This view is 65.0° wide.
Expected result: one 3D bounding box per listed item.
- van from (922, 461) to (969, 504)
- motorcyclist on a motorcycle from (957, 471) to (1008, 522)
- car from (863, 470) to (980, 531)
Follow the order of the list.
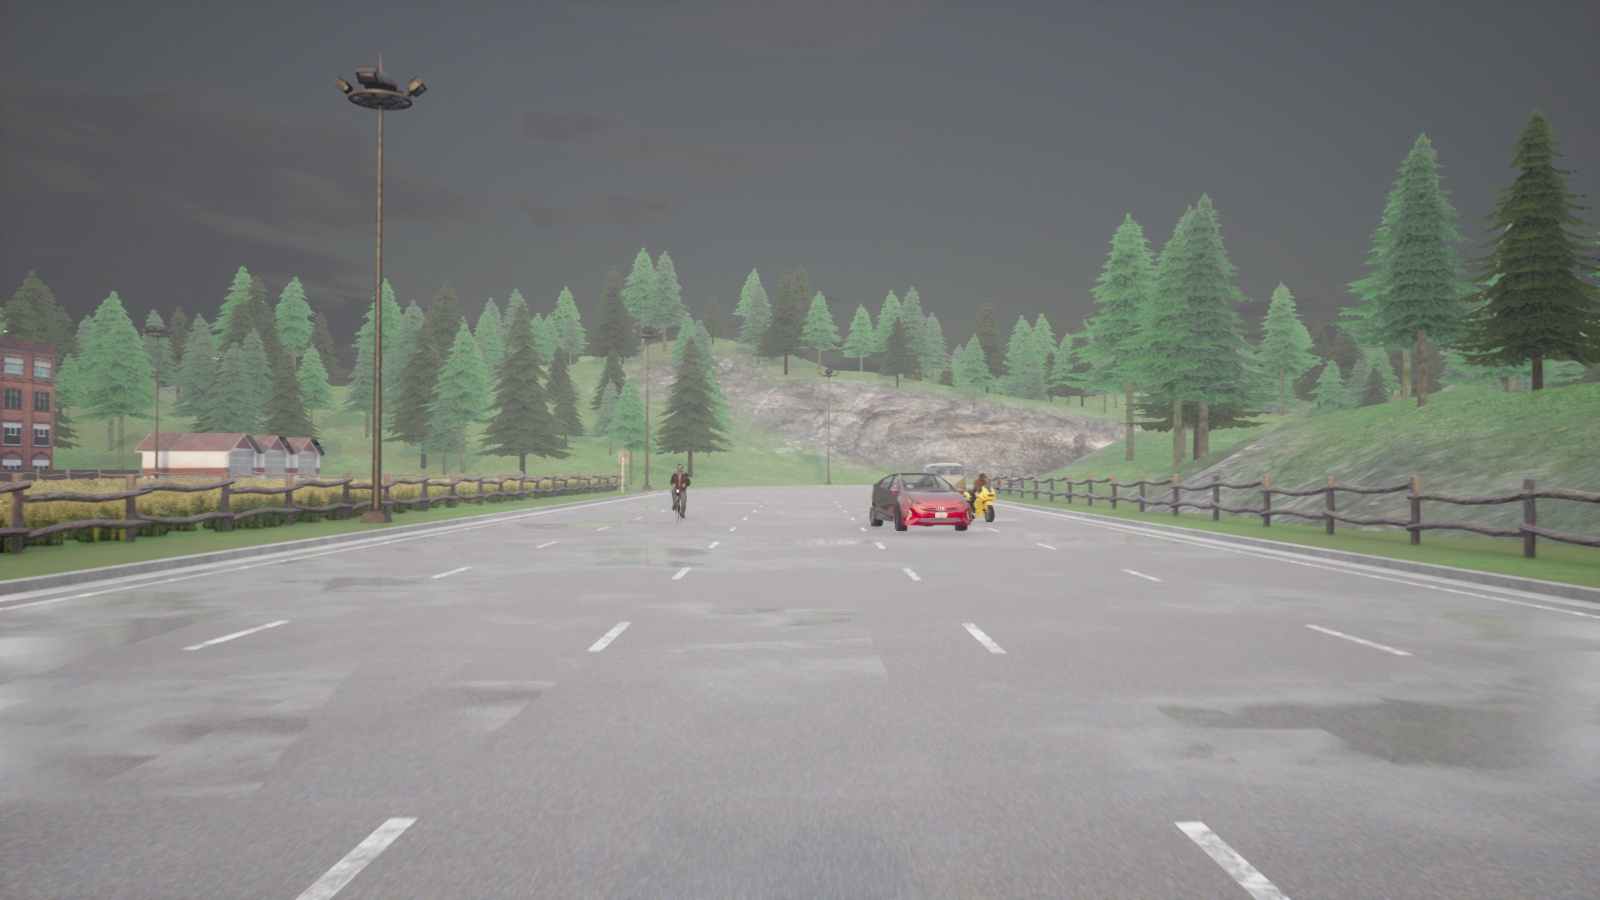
[{"bbox_3d":[7.053,1.566,61.389,1.775,1.987,4.442,0,-1,0],"label":"van"},{"bbox_3d":[5.586,1.420,38.623,0.797,1.523,2.044,0,-1,-15],"label":"motorcyclist on a motorcycle"},{"bbox_3d":[3.193,1.318,34.022,2.007,1.525,4.514,0,-1,-10],"label":"car"}]
